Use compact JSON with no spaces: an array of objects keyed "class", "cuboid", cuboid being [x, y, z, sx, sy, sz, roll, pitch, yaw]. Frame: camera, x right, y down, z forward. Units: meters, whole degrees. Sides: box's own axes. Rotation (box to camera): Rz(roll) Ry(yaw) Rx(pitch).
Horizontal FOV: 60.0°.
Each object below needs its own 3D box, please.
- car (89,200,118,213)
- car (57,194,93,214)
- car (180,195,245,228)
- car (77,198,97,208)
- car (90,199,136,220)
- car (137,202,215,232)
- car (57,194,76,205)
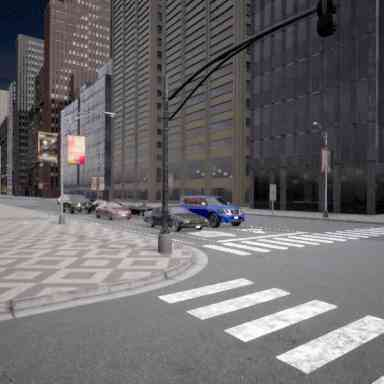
[{"class":"car","cuboid":[-10.591,1.652,39.541,1.812,1.442,4.674,1,-1,-35]},{"class":"car","cuboid":[-13.103,1.323,37.471,2.150,2.045,5.566,1,-1,-36]},{"class":"car","cuboid":[1.145,1.269,23.103,2.150,2.045,5.566,1,-1,-36]},{"class":"car","cuboid":[-17.430,1.726,55.011,1.837,1.490,4.892,1,0,-35]},{"class":"car","cuboid":[-6.879,1.585,28.747,1.812,1.442,4.674,1,-1,-36]},{"class":"car","cuboid":[-1.182,1.569,20.780,2.033,1.411,5.357,1,-1,-35]},{"class":"car","cuboid":[-24.725,1.490,65.215,2.150,2.045,5.566,1,-1,-36]}]
